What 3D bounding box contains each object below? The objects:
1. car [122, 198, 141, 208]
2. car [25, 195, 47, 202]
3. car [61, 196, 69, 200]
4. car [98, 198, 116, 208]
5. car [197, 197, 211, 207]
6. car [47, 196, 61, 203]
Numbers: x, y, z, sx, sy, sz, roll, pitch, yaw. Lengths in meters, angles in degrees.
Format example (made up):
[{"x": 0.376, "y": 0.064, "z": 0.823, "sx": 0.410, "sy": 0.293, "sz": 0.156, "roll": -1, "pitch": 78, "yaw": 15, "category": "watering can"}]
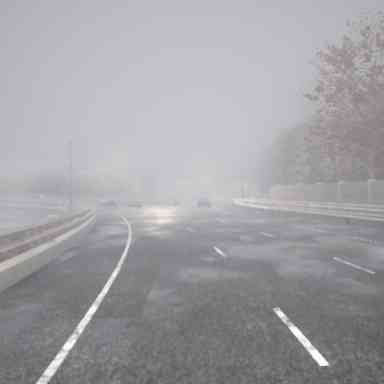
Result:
[{"x": -9.382, "y": 1.676, "z": 51.239, "sx": 1.994, "sy": 1.385, "sz": 4.181, "roll": -1, "pitch": 0, "yaw": -28, "category": "car"}, {"x": -38.105, "y": 2.028, "z": 81.265, "sx": 4.718, "sy": 1.301, "sz": 1.895, "roll": -1, "pitch": 0, "yaw": 38, "category": "car"}, {"x": -34.179, "y": 1.916, "z": 87.093, "sx": 4.902, "sy": 1.511, "sz": 2.128, "roll": -1, "pitch": 0, "yaw": 38, "category": "car"}, {"x": -12.851, "y": 1.657, "z": 50.374, "sx": 1.837, "sy": 1.490, "sz": 4.892, "roll": 0, "pitch": 0, "yaw": -29, "category": "car"}, {"x": 1.831, "y": 1.475, "z": 50.033, "sx": 2.128, "sy": 1.511, "sz": 4.902, "roll": -1, "pitch": 0, "yaw": 4, "category": "car"}, {"x": -35.976, "y": 1.895, "z": 84.054, "sx": 5.008, "sy": 1.535, "sz": 1.882, "roll": -1, "pitch": 0, "yaw": 38, "category": "car"}]
